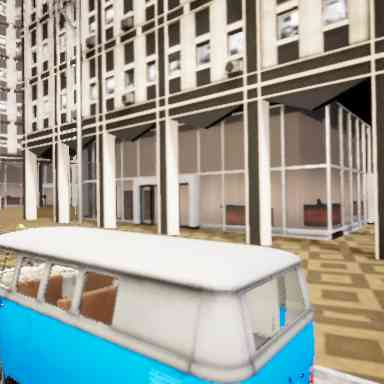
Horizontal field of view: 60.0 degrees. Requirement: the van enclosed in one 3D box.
[{"bbox_3d":[-0.798,1.343,3.506,3.998,1.788,1.690,0,-1,36],"label":"van"}]
